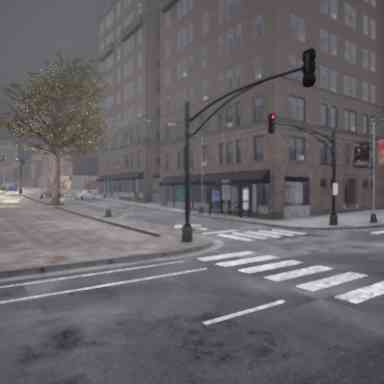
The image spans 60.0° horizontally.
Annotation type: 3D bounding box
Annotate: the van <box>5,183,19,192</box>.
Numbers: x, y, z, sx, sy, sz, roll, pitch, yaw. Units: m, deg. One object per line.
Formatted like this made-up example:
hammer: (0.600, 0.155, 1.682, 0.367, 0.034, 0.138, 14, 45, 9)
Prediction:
van: (-37.348, -0.929, 69.595, 1.690, 1.788, 3.998, 2, 0, -35)

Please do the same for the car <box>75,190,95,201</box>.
car: (-15.347, 0.412, 47.877, 1.812, 1.442, 4.674, 0, 3, -35)

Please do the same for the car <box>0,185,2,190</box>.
car: (-42.158, -1.188, 76.361, 2.192, 1.841, 5.009, 2, 0, -35)

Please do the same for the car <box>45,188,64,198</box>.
car: (-21.557, 0.065, 51.844, 2.033, 1.411, 5.357, 0, 3, -35)

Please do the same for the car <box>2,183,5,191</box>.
car: (-39.280, -0.813, 72.301, 2.008, 1.369, 4.403, 2, 0, -35)
